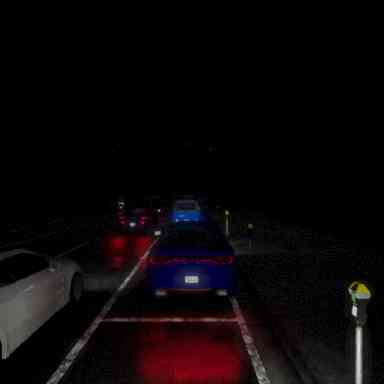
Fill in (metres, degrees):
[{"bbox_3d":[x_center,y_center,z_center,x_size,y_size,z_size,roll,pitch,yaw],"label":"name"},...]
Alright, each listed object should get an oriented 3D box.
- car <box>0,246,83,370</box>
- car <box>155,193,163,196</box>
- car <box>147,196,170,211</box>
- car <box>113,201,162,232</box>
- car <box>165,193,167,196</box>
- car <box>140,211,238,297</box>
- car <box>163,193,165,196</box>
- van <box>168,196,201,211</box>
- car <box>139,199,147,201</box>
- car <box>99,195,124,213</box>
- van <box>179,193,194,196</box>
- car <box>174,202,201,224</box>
[{"bbox_3d":[-3.145,1.524,4.929,1.812,1.442,4.674,0,0,0],"label":"car"},{"bbox_3d":[-8.815,1.432,80.459,1.752,1.417,4.829,0,0,0],"label":"car"},{"bbox_3d":[-3.099,1.485,34.056,1.837,1.490,4.892,0,0,1],"label":"car"},{"bbox_3d":[-3.096,1.518,19.714,1.812,1.442,4.674,0,0,0],"label":"car"},{"bbox_3d":[-8.815,1.438,91.530,1.887,1.381,4.507,0,0,0],"label":"car"},{"bbox_3d":[-0.005,1.475,8.650,1.882,1.535,5.008,0,0,0],"label":"car"},{"bbox_3d":[-8.815,1.450,86.079,2.008,1.369,4.403,0,0,0],"label":"car"},{"bbox_3d":[-0.290,1.333,19.998,1.690,1.788,3.998,0,0,0],"label":"van"},{"bbox_3d":[-6.184,1.568,43.460,1.895,1.301,4.718,0,0,1],"label":"car"},{"bbox_3d":[-8.815,1.291,36.940,2.192,1.841,5.009,0,0,0],"label":"car"},{"bbox_3d":[-0.290,1.317,36.980,1.690,1.788,3.998,0,0,0],"label":"van"},{"bbox_3d":[-0.290,1.532,25.659,1.887,1.381,4.507,0,0,0],"label":"car"}]
